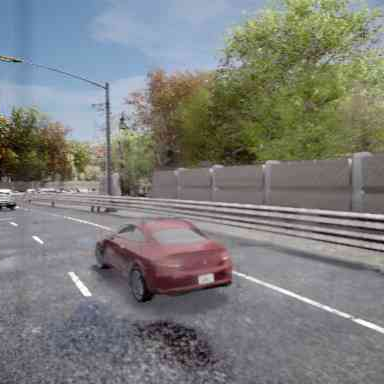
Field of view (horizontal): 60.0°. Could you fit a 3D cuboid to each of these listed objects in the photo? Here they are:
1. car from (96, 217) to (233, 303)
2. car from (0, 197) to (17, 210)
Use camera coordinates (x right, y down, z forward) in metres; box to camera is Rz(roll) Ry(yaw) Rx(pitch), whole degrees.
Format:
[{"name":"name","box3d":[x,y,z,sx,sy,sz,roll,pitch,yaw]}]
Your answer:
[{"name":"car","box3d":[-0.887,1.321,7.815,1.812,1.442,4.674,-2,2,-29]},{"name":"car","box3d":[-18.088,1.073,31.090,1.895,1.301,4.718,-2,2,-44]}]
